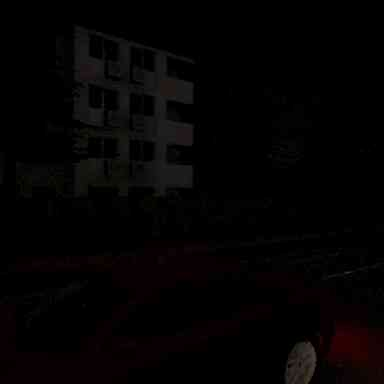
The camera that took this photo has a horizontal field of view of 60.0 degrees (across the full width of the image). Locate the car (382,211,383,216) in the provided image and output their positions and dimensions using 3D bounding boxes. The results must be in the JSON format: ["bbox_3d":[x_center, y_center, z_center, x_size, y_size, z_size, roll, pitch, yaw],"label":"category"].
[{"bbox_3d":[17.787,1.780,26.149,1.895,1.301,4.718,0,0,-31],"label":"car"}]

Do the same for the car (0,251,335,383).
[{"bbox_3d":[-0.498,1.486,3.623,5.008,1.535,1.882,1,0,-35],"label":"car"}]
